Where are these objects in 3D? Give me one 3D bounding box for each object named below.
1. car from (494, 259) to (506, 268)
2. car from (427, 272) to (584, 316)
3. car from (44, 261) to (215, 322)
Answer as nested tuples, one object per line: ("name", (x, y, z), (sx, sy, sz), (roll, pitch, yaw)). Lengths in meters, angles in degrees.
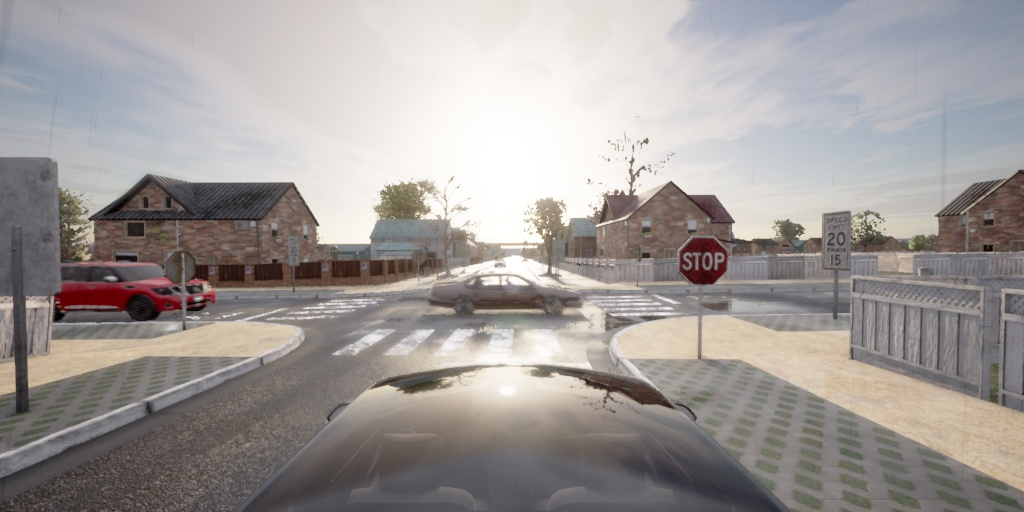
("car", (-1.998, 1.235, 62.241), (1.812, 1.442, 4.674), (0, 0, 1))
("car", (-0.238, 1.284, 12.841), (5.357, 1.411, 2.033), (0, 0, 1))
("car", (-14.165, 1.221, 13.067), (5.566, 2.045, 2.150), (-1, 1, 1))
